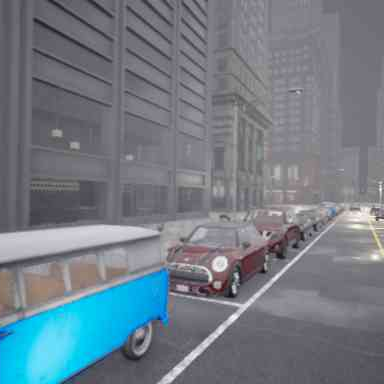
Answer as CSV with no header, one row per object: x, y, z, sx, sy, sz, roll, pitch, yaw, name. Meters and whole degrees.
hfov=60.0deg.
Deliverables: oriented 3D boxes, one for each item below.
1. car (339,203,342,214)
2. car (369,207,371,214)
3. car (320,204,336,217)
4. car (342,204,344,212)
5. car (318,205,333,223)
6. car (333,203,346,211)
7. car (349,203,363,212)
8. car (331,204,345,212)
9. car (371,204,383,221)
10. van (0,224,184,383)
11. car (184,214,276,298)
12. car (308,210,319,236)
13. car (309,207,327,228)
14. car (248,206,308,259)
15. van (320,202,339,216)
18.347,2.392,43.942,1.752,1.417,4.829,1,-1,27,car
27.332,2.613,48.976,1.837,1.490,4.892,1,-1,27,car
13.359,2.233,34.024,1.802,1.307,4.206,1,-1,27,car
20.954,2.563,49.128,1.802,1.307,4.206,1,-1,27,car
10.828,2.093,28.989,2.008,1.369,4.403,1,-1,27,car
28.550,2.869,64.233,2.008,1.369,4.403,0,-1,27,car
28.617,2.751,58.208,1.837,1.490,4.892,1,-1,27,car
26.018,2.771,59.198,1.947,1.339,4.313,1,-1,27,car
20.249,2.346,34.813,2.033,1.411,5.357,1,-1,27,car
-1.828,1.349,3.817,1.690,1.788,3.998,1,-1,27,van
0.702,1.555,8.851,1.967,1.590,4.097,1,-1,27,car
5.764,1.894,18.919,1.947,1.339,4.313,1,-1,27,car
8.296,2.001,23.954,1.947,1.339,4.313,1,-1,27,car
3.236,1.536,13.888,2.192,1.841,5.009,1,-1,27,car
15.895,2.101,39.062,1.690,1.788,3.998,1,-1,27,van
